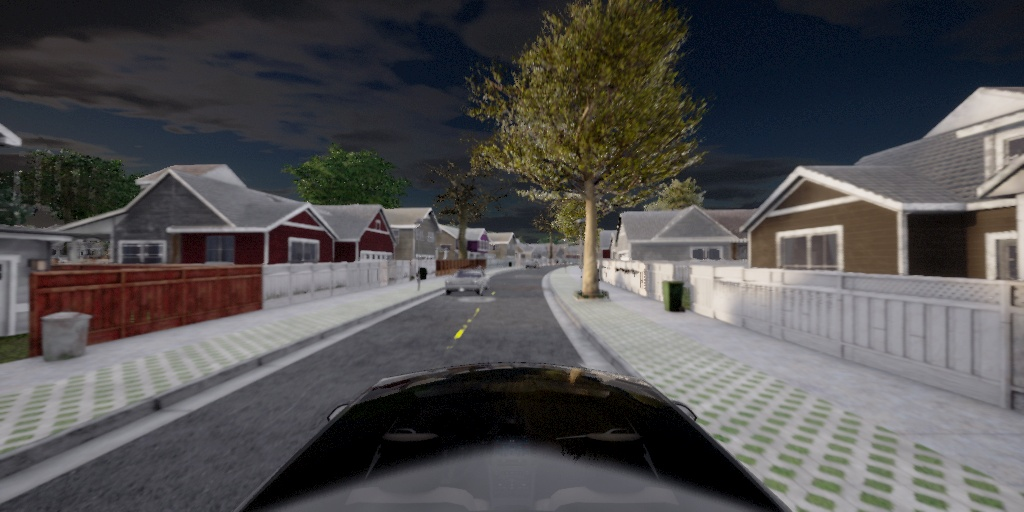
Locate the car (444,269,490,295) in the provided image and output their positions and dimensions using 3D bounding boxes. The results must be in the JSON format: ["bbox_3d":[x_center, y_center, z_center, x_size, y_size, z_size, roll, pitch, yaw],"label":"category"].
[{"bbox_3d":[-2.419,1.403,20.204,1.895,1.301,4.718,0,0,3],"label":"car"}]

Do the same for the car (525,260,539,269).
[{"bbox_3d":[3.440,1.465,61.310,1.837,1.490,4.892,0,0,13],"label":"car"}]
